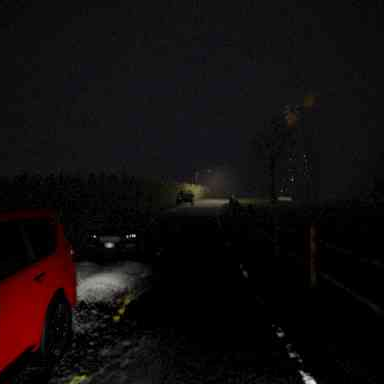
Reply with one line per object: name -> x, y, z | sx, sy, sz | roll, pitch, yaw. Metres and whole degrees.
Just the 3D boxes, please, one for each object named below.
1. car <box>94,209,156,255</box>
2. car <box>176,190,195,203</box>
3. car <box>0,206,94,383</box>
car -> -2.618, 1.465, 13.296 | 2.128, 1.511, 4.902 | 0, 0, 2
car -> -0.790, 0.748, 43.285 | 2.150, 2.045, 5.566 | 0, 0, 5
car -> -2.800, 1.217, 2.849 | 2.150, 2.045, 5.566 | 0, 0, 0
